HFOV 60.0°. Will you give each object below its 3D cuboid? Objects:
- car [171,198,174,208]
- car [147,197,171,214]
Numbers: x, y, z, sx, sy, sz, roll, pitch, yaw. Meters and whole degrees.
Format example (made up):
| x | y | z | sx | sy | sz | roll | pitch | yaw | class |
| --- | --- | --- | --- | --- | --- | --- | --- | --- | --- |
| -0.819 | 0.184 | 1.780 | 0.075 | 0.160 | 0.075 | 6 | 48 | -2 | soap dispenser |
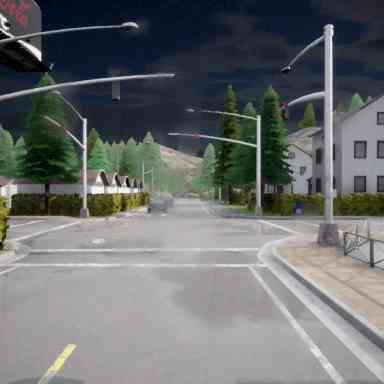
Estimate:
| x | y | z | sx | sy | sz | roll | pitch | yaw | class |
| --- | --- | --- | --- | --- | --- | --- | --- | --- | --- |
| -3.591 | 1.505 | 47.033 | 1.837 | 1.490 | 4.892 | 0 | 0 | 0 | car |
| -3.596 | 1.525 | 35.434 | 1.812 | 1.442 | 4.674 | 0 | 0 | 0 | car |
